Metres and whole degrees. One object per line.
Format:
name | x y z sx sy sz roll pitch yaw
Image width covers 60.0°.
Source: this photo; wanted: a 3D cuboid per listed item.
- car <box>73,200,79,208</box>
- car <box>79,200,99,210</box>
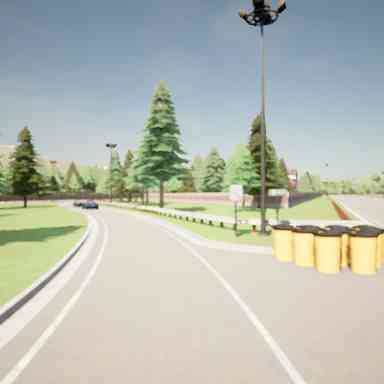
car | -20.273 2.119 59.970 1.895 1.301 4.718 0 0 -28
car | -15.652 1.998 51.131 1.994 1.385 4.181 0 0 -28
